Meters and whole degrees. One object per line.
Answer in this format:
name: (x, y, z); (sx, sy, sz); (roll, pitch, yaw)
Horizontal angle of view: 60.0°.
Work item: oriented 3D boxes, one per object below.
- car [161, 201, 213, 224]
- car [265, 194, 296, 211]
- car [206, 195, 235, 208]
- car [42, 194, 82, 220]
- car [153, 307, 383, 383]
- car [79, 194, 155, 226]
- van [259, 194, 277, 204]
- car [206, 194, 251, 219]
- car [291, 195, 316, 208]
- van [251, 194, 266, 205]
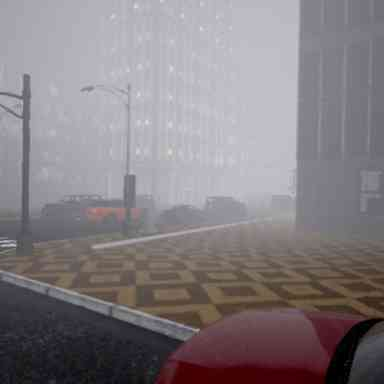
car: (-0.554, 1.564, 24.748); (1.802, 1.307, 4.206); (1, 1, 35)
car: (11.531, 1.322, 41.910); (2.192, 1.841, 5.009); (1, 1, 35)
car: (3.914, 1.269, 44.995); (1.967, 1.590, 4.097); (1, 1, 35)
car: (-9.270, 1.114, 26.516); (2.192, 1.841, 5.009); (1, 1, 35)
car: (1.969, 1.322, 1.300); (5.009, 1.841, 2.192); (1, 1, 35)
car: (-5.051, 1.269, 23.053); (2.097, 1.767, 4.553); (2, 1, 35)
van: (13.301, 1.190, 58.115); (1.690, 1.788, 3.998); (1, 1, 35)
car: (2.944, 1.305, 29.670); (2.192, 1.841, 5.009); (1, 1, 35)
car: (16.518, 1.331, 49.032); (2.192, 1.841, 5.009); (1, 1, 35)
van: (10.091, 1.184, 53.591); (1.690, 1.788, 3.998); (1, 1, 35)
